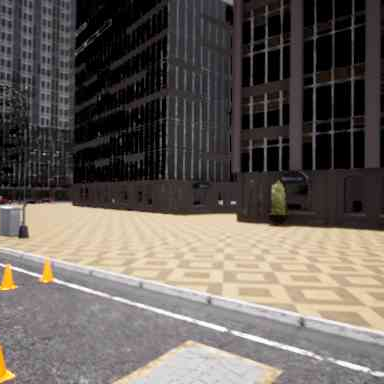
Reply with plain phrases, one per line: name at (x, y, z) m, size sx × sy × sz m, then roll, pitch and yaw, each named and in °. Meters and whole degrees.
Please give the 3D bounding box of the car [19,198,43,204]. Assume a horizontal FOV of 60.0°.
car at (-36.149, 2.065, 73.899) m, size 4.313 × 1.339 × 1.947 m, roll 1°, pitch 0°, yaw -39°

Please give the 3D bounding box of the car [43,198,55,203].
car at (-37.086, 2.106, 84.058) m, size 4.507 × 1.381 × 1.887 m, roll 1°, pitch 0°, yaw -39°

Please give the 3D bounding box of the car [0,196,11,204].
car at (-40.514, 1.887, 70.253) m, size 4.097 × 1.590 × 1.967 m, roll 1°, pitch 0°, yaw -39°

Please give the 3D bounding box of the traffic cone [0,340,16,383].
traffic cone at (-2.413, 1.998, 4.088) m, size 0.340 × 0.580 × 0.340 m, roll 0°, pitch -1°, yaw 36°

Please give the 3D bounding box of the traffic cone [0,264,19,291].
traffic cone at (-4.449, 2.036, 8.069) m, size 0.340 × 0.580 × 0.340 m, roll 0°, pitch -1°, yaw 36°

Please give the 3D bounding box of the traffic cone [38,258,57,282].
traffic cone at (-3.857, 2.053, 8.875) m, size 0.340 × 0.580 × 0.340 m, roll 0°, pitch -1°, yaw 36°
